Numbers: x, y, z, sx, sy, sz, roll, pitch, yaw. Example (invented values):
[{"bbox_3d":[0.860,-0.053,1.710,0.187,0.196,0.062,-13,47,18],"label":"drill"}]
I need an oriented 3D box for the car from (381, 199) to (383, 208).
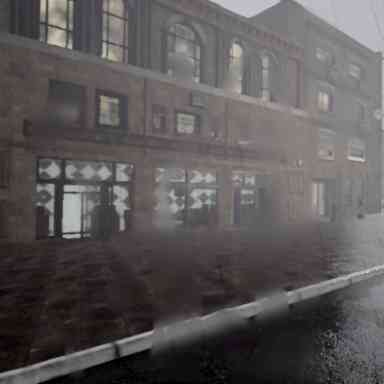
[{"bbox_3d":[23.518,1.435,42.375,1.947,1.339,4.313,1,0,-18],"label":"car"}]
